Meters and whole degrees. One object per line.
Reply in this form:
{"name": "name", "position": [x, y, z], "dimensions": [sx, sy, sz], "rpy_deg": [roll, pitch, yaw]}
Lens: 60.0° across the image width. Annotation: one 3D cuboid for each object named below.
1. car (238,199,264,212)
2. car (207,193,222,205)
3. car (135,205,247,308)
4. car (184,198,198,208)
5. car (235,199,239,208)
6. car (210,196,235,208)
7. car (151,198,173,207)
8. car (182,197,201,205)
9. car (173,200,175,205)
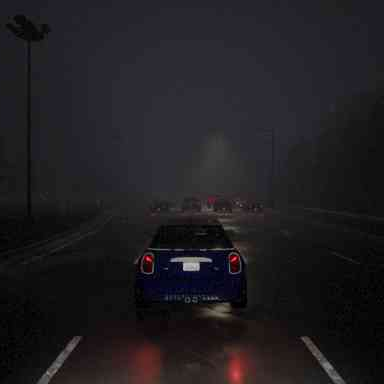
{"name": "car", "position": [6.917, 1.601, 38.348], "dimensions": [1.895, 1.301, 4.718], "rpy_deg": [0, 0, 0]}
{"name": "car", "position": [3.396, 1.221, 48.359], "dimensions": [2.150, 2.045, 5.566], "rpy_deg": [0, 0, 0]}
{"name": "car", "position": [-0.018, 1.352, 8.062], "dimensions": [2.097, 1.767, 4.553], "rpy_deg": [0, 0, 0]}
{"name": "car", "position": [-0.104, 1.601, 48.382], "dimensions": [1.895, 1.301, 4.718], "rpy_deg": [0, 0, 0]}
{"name": "car", "position": [6.896, 1.601, 48.380], "dimensions": [1.895, 1.301, 4.718], "rpy_deg": [0, 0, 0]}
{"name": "car", "position": [3.418, 1.505, 37.894], "dimensions": [1.837, 1.490, 4.892], "rpy_deg": [0, 0, 0]}
{"name": "car", "position": [-3.583, 1.601, 38.326], "dimensions": [1.895, 1.301, 4.718], "rpy_deg": [0, 0, 0]}
{"name": "car", "position": [-0.083, 1.352, 38.273], "dimensions": [2.097, 1.767, 4.553], "rpy_deg": [0, 0, 0]}
{"name": "car", "position": [-3.604, 1.564, 48.379], "dimensions": [1.994, 1.385, 4.181], "rpy_deg": [0, 0, 0]}
